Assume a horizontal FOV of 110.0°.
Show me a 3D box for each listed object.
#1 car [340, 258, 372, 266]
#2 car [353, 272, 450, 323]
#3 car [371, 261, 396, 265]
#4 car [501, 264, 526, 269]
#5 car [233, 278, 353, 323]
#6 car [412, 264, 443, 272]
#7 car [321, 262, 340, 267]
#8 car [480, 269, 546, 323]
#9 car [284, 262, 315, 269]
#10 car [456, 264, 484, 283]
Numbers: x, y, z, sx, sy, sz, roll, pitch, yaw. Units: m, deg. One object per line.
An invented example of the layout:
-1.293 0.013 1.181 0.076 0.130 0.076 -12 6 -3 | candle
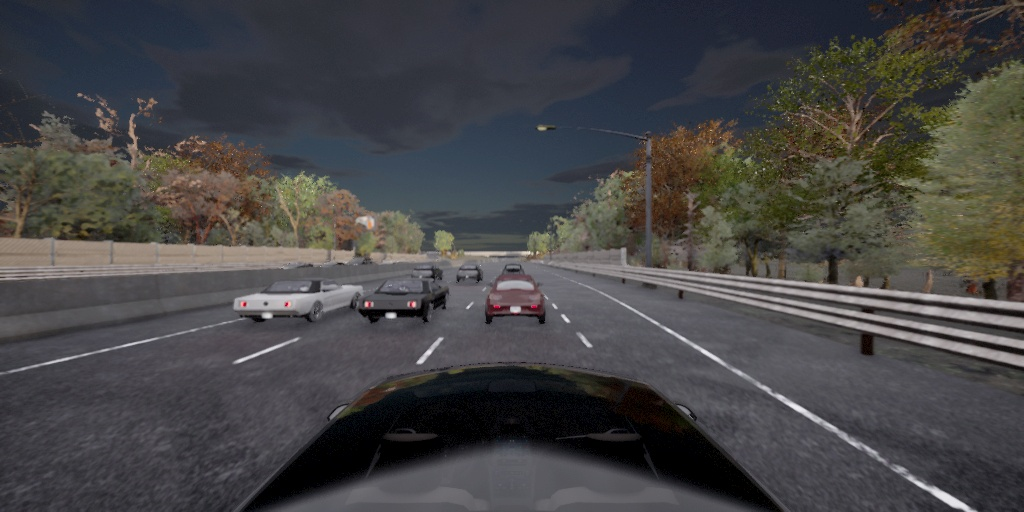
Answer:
-21.063 1.248 49.647 2.150 2.045 5.566 0 0 0 | car
-3.399 1.405 12.321 1.895 1.301 4.718 0 0 0 | car
-17.563 1.510 50.594 1.882 1.535 5.008 0 -1 0 | car
0.101 1.406 29.673 1.837 1.490 4.892 0 0 0 | car
-6.899 1.406 12.344 1.895 1.301 4.718 0 0 0 | car
-6.900 1.393 29.637 2.128 1.511 4.902 0 0 0 | car
-24.563 1.531 49.552 1.837 1.490 4.892 0 0 0 | car
0.100 1.330 12.272 1.812 1.442 4.674 0 0 0 | car
-28.073 1.504 47.336 2.128 1.511 4.902 0 0 0 | car
-3.400 1.393 29.631 2.128 1.511 4.902 0 0 0 | car
